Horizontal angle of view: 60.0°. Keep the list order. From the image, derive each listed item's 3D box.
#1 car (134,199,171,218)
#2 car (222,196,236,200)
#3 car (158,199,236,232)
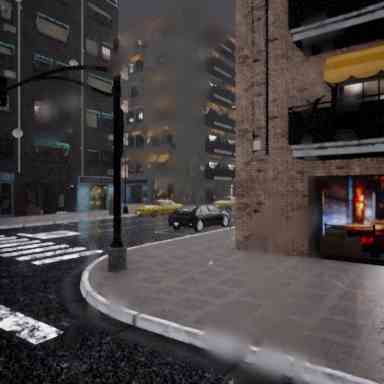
[{"bbox_3d":[-2.663,1.251,27.439,1.752,1.417,4.829,1,1,36],"label":"car"},{"bbox_3d":[4.003,1.110,36.615,1.752,1.417,4.829,1,1,36],"label":"car"},{"bbox_3d":[0.497,1.332,18.382,2.008,1.369,4.403,1,1,36],"label":"car"}]
